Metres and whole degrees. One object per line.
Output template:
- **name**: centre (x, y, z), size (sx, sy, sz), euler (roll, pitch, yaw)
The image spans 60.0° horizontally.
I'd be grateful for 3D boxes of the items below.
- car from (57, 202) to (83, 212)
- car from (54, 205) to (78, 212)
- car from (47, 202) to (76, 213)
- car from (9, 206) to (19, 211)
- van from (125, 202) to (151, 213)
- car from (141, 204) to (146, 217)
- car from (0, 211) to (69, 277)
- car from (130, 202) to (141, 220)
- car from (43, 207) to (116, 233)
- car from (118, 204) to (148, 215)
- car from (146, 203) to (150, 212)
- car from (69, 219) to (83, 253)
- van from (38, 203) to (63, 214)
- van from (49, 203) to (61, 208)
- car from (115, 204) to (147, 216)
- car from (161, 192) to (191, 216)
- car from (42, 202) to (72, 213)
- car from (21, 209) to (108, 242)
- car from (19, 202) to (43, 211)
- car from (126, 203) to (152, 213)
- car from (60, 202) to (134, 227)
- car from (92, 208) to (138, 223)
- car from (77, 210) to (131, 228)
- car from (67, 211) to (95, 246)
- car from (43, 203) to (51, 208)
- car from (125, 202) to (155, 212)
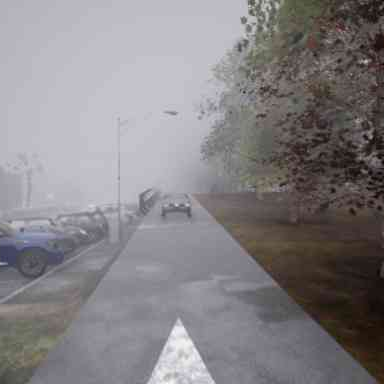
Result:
- **car**: centre (-28.131, 3.384, 76.647), size (5.566, 2.045, 2.435), euler (-1, -1, -23)
- **car**: centre (-27.916, 3.603, 73.732), size (4.792, 1.488, 2.163), euler (-1, -1, -24)
- **car**: centre (-27.742, 3.261, 70.777), size (5.566, 2.045, 2.435), euler (-1, -1, -23)
- **car**: centre (-26.181, 2.986, 44.193), size (4.792, 1.488, 2.163), euler (-1, -2, -23)
- **van**: centre (-10.198, 2.930, 62.579), size (4.442, 1.987, 1.878), euler (1, -2, -23)
- **car**: centre (-9.100, 2.460, 41.406), size (5.566, 2.045, 2.435), euler (1, -1, -23)
- **car**: centre (-7.282, 1.825, 11.270), size (5.566, 2.045, 2.435), euler (1, -2, -23)
- **car**: centre (-8.686, 2.333, 35.393), size (5.566, 2.045, 2.435), euler (1, -2, -23)
- **car**: centre (-7.985, 2.205, 23.328), size (4.553, 1.767, 2.185), euler (1, -1, -23)
- **car**: centre (-9.988, 2.903, 56.492), size (4.553, 1.767, 2.185), euler (1, -2, -23)
- **car**: centre (-9.395, 2.587, 47.461), size (5.566, 2.045, 2.435), euler (1, -2, -23)
- **car**: centre (-7.473, 2.140, 14.262), size (4.892, 1.521, 2.231), euler (1, -1, -23)
- **van**: centre (-27.525, 3.166, 64.803), size (4.442, 1.987, 1.878), euler (-1, -1, -23)
- **van**: centre (-27.353, 3.104, 61.849), size (4.442, 1.987, 1.878), euler (-1, -1, -23)
- **car**: centre (-9.803, 2.839, 53.469), size (4.553, 1.767, 2.185), euler (1, -2, -23)
- **car**: centre (-1.027, 0.694, 21.603), size (2.033, 1.411, 5.357), euler (-1, 3, -3)
- **car**: centre (-27.570, 3.200, 67.823), size (5.566, 2.045, 2.435), euler (-1, -1, -23)
- **car**: centre (-7.802, 2.141, 20.307), size (4.553, 1.767, 2.185), euler (1, -1, -23)
- **car**: centre (-26.754, 3.018, 53.027), size (4.553, 1.767, 2.185), euler (-1, -1, -23)
- **car**: centre (-10.447, 3.092, 65.550), size (4.553, 1.767, 2.185), euler (1, -1, -23)
- **car**: centre (-8.387, 2.205, 29.335), size (5.566, 2.045, 2.435), euler (1, -1, -23)
- **car**: centre (-8.906, 2.649, 38.401), size (4.892, 1.521, 2.231), euler (1, -2, -23)
- **car**: centre (-8.567, 2.550, 32.346), size (4.792, 1.488, 2.163), euler (1, -1, -23)
- **car**: centre (-7.685, 2.077, 17.271), size (4.553, 1.767, 2.185), euler (1, -2, -23)
- **car**: centre (-26.896, 3.206, 55.995), size (4.892, 1.521, 2.231), euler (-1, -1, -24)
- **car**: centre (-10.675, 3.028, 68.542), size (5.566, 2.045, 2.435), euler (1, -1, -23)
